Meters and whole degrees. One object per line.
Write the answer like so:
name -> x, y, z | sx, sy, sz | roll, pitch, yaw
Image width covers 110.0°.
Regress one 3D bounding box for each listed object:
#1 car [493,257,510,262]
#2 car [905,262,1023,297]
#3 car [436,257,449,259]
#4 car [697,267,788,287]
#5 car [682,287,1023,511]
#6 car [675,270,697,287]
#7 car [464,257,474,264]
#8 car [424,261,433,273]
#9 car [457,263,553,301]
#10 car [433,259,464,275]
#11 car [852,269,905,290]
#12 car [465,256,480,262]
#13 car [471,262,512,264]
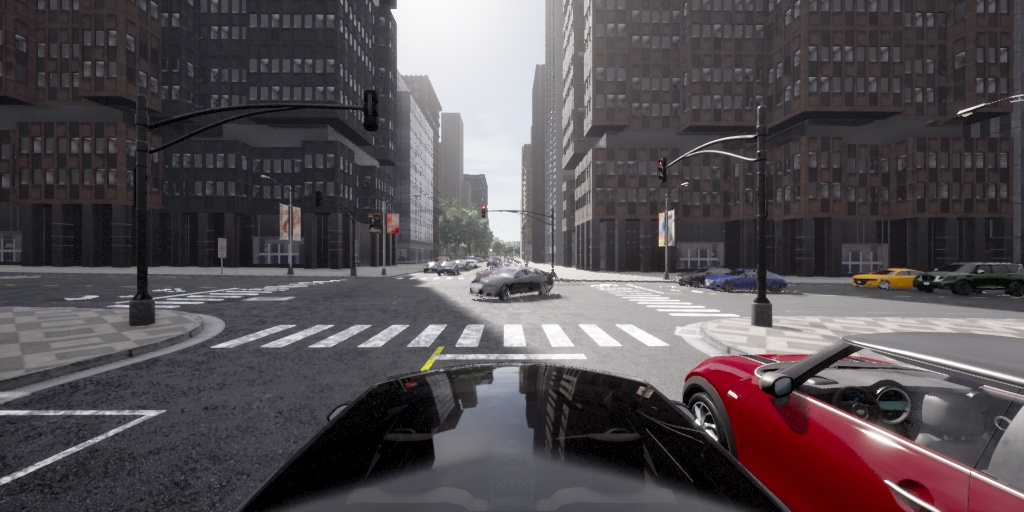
car -> -0.920, 1.198, 43.559 | 1.967, 1.591, 4.097 | 0, 0, -1
car -> 28.844, 1.413, 22.568 | 5.566, 2.045, 2.150 | 1, 0, 0
car -> -9.520, 1.085, 48.868 | 2.192, 1.841, 5.009 | 0, 0, -1
car -> 14.549, 1.511, 22.383 | 4.674, 1.442, 1.812 | 1, 0, -1
car -> 2.761, 1.190, 2.194 | 1.967, 1.591, 4.097 | 0, 0, 0
car -> 14.140, 1.501, 25.629 | 4.674, 1.442, 1.812 | 1, 0, -1
car -> -6.849, 1.261, 48.618 | 2.128, 1.511, 4.902 | 0, 0, -1
car -> -9.444, 1.324, 43.442 | 1.948, 1.339, 4.313 | 0, 0, -1
car -> 0.056, 1.274, 17.617 | 2.128, 1.511, 4.902 | 0, 0, 43
car -> -6.698, 1.294, 38.352 | 2.033, 1.411, 5.357 | 0, 0, -1
car -> 27.468, 1.646, 25.800 | 5.008, 1.535, 1.882 | 1, 0, -1
car -> -6.983, 1.015, 59.250 | 2.150, 2.045, 5.566 | 0, 0, 0
car -> -0.566, 1.328, 25.430 | 4.181, 1.385, 1.994 | 1, 0, -1
